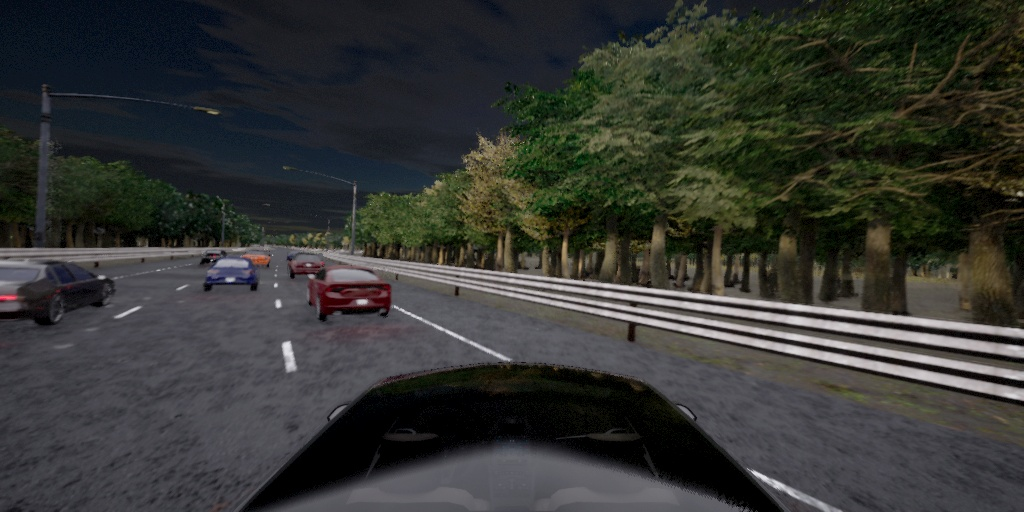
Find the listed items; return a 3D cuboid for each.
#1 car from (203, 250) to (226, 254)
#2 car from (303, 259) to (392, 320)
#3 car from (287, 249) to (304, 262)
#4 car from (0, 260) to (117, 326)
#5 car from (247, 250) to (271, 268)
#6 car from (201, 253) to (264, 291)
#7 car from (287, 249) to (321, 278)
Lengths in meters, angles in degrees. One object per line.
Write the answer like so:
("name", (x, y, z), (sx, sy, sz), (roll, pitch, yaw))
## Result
("car", (-29.312, 0.131, 35.535), (1.837, 1.490, 4.892), (2, 0, -32))
("car", (-5.391, 1.035, 11.647), (1.882, 1.535, 5.008), (3, 0, -34))
("car", (-33.485, -0.132, 55.399), (2.097, 1.767, 4.553), (3, 0, -31))
("car", (-11.770, 0.807, 8.730), (2.033, 1.411, 5.357), (3, 0, -34))
("car", (-24.292, 0.184, 34.181), (2.097, 1.767, 4.553), (3, 0, -33))
("car", (-13.012, 0.761, 16.870), (1.812, 1.442, 4.674), (3, 0, -34))
("car", (-14.388, 0.564, 25.123), (2.097, 1.767, 4.553), (3, 0, -33))
